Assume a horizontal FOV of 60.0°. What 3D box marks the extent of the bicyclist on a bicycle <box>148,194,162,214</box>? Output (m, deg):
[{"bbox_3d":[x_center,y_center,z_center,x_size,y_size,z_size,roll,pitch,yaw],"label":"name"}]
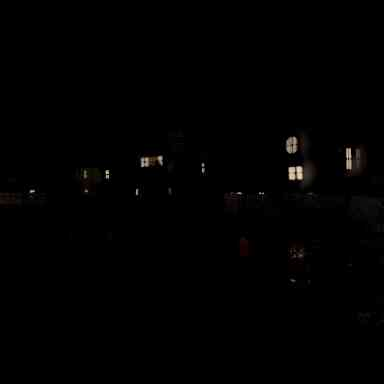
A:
[{"bbox_3d":[-3.091,1.008,27.944,0.582,1.620,1.656,0,3,38],"label":"bicyclist on a bicycle"}]
